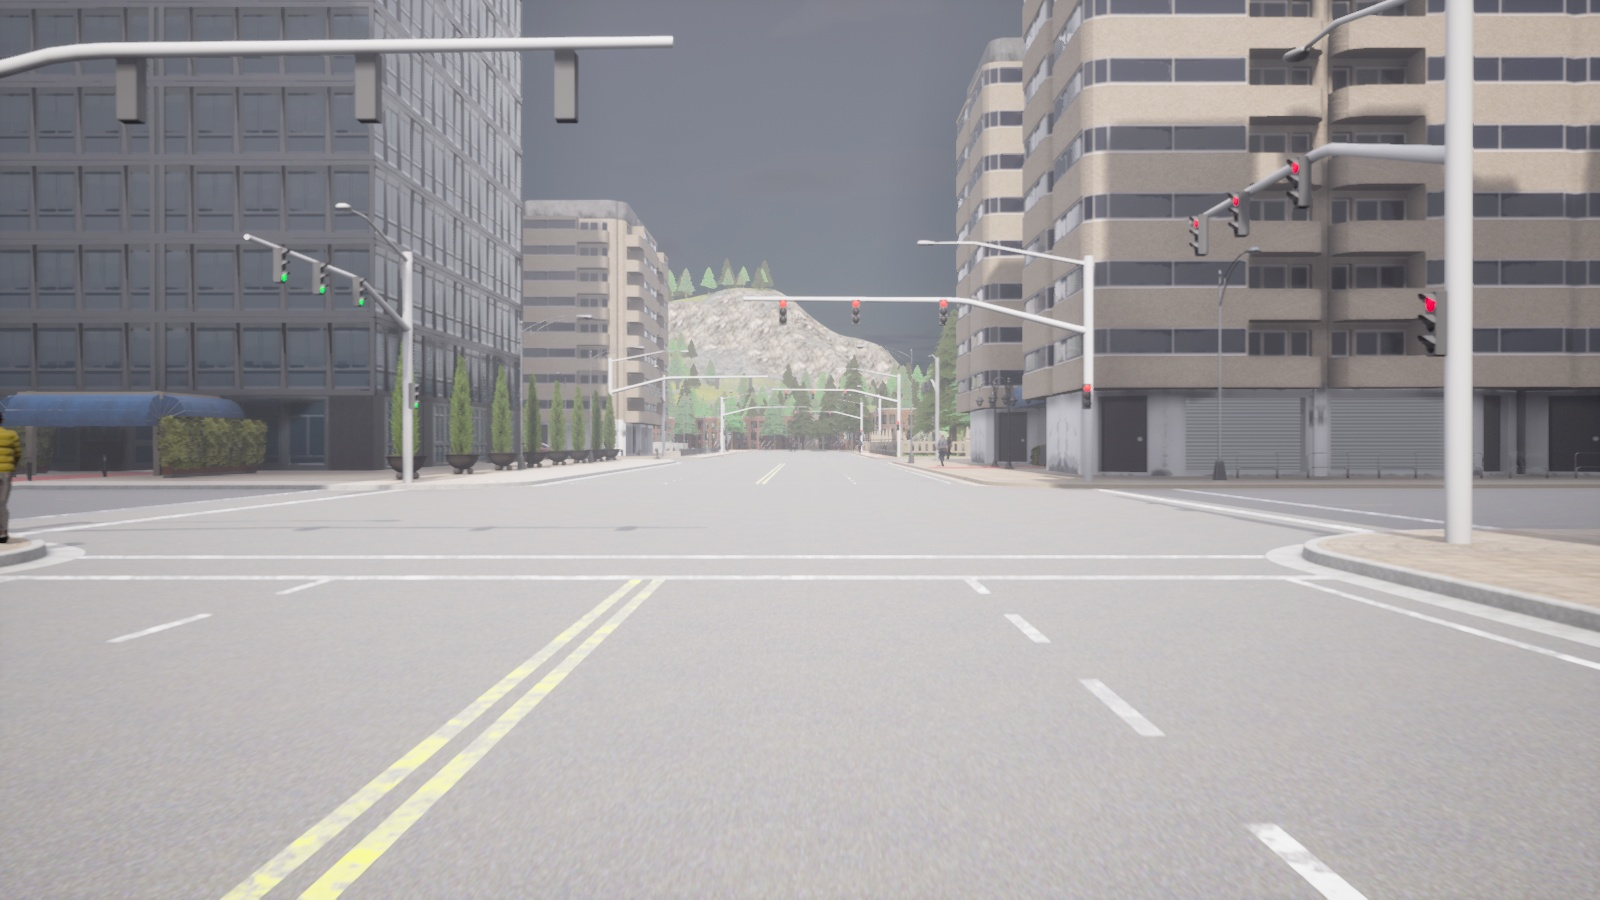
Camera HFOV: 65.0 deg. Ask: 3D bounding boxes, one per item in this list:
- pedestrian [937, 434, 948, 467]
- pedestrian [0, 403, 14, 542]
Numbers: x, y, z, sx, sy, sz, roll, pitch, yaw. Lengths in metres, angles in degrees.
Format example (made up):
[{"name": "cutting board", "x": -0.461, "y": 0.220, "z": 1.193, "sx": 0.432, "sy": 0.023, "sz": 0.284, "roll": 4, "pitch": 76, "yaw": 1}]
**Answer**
[{"name": "pedestrian", "x": 8.048, "y": 0.006, "z": 70.747, "sx": 0.540, "sy": 1.848, "sz": 0.694, "roll": 0, "pitch": 0, "yaw": 1}, {"name": "pedestrian", "x": -10.923, "y": 0.296, "z": 16.896, "sx": 0.709, "sy": 1.840, "sz": 0.431, "roll": 0, "pitch": 0, "yaw": 45}]
